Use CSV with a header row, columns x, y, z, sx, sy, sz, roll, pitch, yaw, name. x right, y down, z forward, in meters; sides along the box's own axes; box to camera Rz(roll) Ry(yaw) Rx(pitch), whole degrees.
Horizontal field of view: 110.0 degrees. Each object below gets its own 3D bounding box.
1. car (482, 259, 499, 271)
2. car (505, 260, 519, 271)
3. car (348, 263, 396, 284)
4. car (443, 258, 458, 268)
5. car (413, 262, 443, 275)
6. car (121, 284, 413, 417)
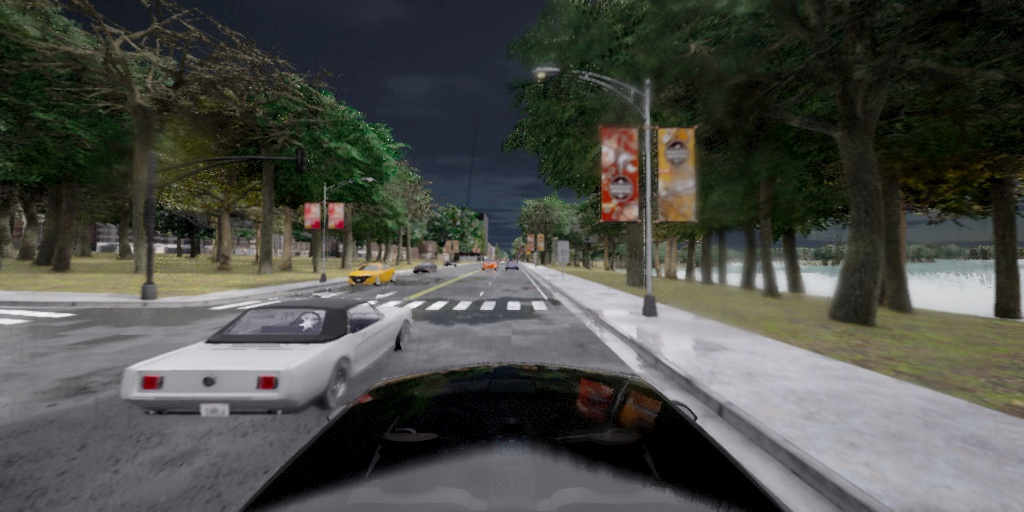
x,y,z,sx,sy,sz,roll,pitch,yaw,name
-3.230,1.207,52.291,2.097,1.767,4.553,0,0,0,car
0.020,1.419,52.319,1.994,1.385,4.181,0,0,0,car
-9.832,1.258,25.500,1.882,1.535,5.008,0,0,0,car
-9.728,1.079,56.917,1.994,1.385,4.181,0,0,0,car
-9.814,1.365,41.117,2.033,1.411,5.357,0,0,0,car
-3.149,1.353,6.031,1.895,1.301,4.718,0,0,0,car
